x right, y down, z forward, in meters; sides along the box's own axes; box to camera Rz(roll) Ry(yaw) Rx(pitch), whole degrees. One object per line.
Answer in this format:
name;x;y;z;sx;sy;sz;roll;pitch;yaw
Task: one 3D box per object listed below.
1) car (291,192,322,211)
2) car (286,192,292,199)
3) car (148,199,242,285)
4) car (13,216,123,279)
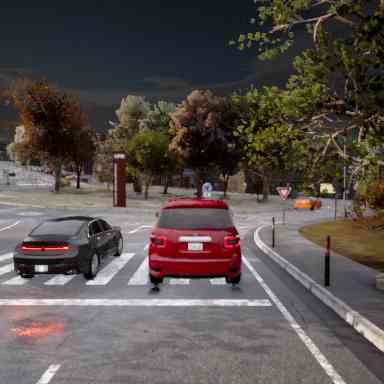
car;13.699;1.143;39.048;2.097;1.767;4.553;1;2;34
car;19.434;0.637;62.103;2.033;1.411;5.357;-1;2;-21
car;0.073;1.196;9.572;2.150;2.045;5.566;0;1;0
car;-3.386;1.475;9.973;1.837;1.490;4.892;0;0;1
